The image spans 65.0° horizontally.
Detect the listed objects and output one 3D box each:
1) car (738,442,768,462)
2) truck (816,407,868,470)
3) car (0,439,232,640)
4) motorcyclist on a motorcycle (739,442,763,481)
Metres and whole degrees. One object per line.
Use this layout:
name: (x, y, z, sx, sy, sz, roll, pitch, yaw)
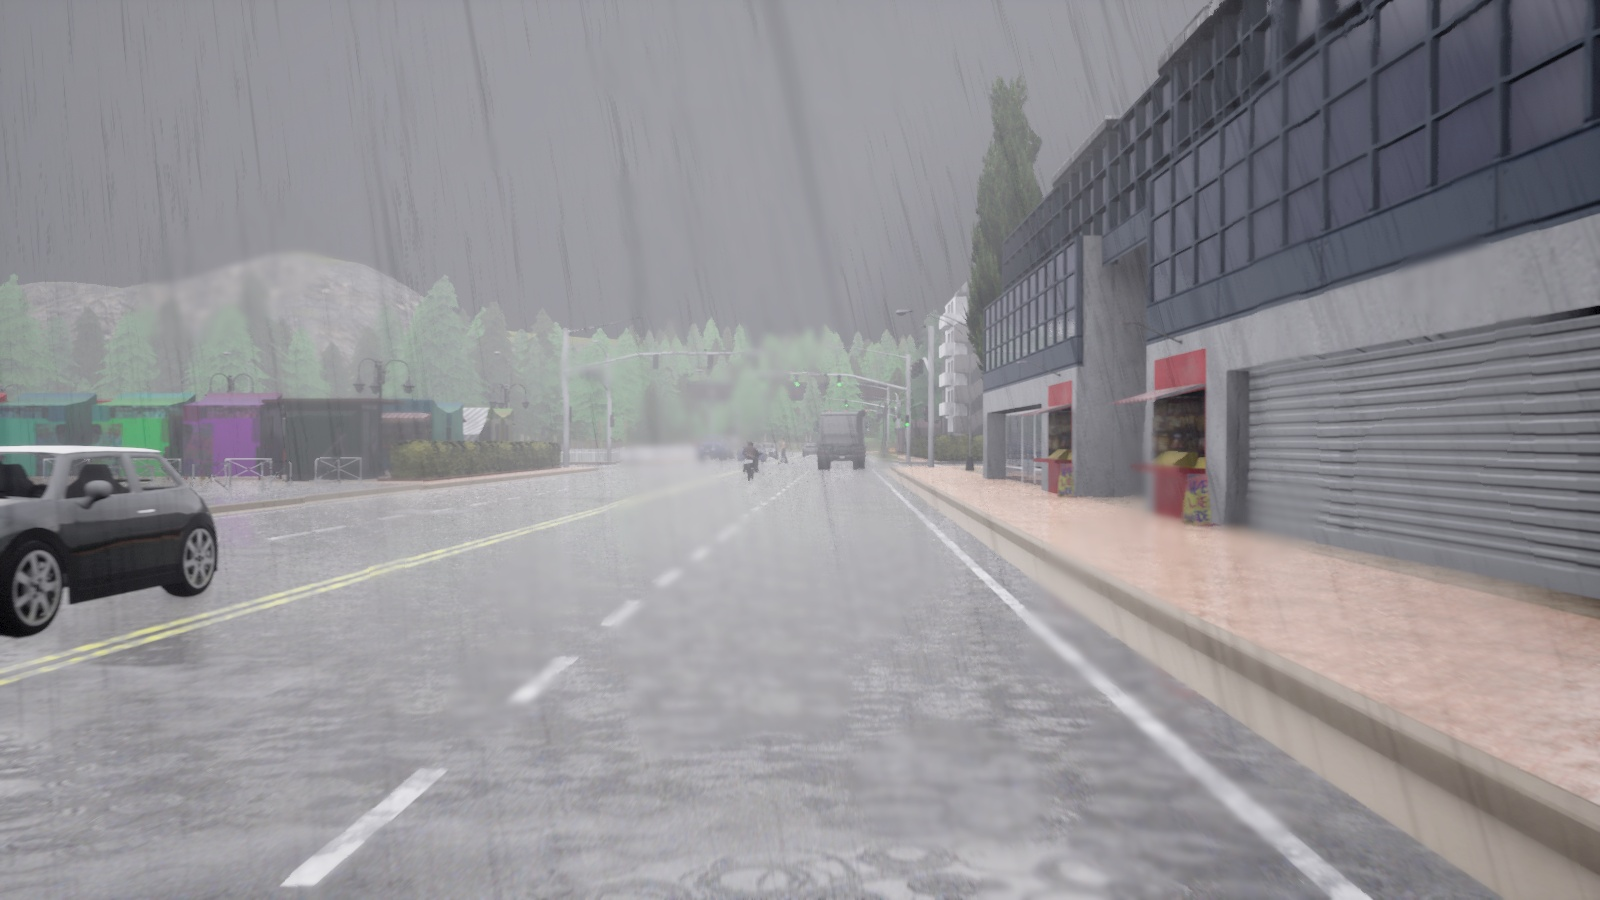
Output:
car: (-3.648, 0.138, 98.064, 2.007, 1.525, 4.514, 0, 0, 2)
truck: (2.454, -0.646, 73.166, 2.891, 3.462, 7.936, 0, 0, 2)
car: (-6.791, 0.645, 10.810, 1.970, 1.475, 3.806, 0, 0, 2)
motorcyclist on a motorcycle: (-1.910, 0.448, 49.528, 0.797, 1.523, 2.044, 0, 0, 2)
